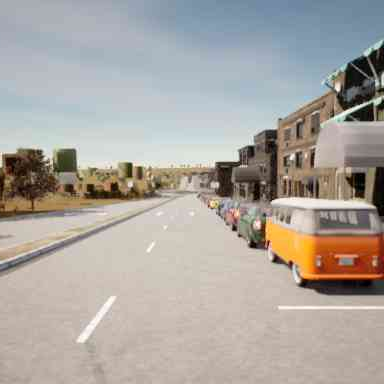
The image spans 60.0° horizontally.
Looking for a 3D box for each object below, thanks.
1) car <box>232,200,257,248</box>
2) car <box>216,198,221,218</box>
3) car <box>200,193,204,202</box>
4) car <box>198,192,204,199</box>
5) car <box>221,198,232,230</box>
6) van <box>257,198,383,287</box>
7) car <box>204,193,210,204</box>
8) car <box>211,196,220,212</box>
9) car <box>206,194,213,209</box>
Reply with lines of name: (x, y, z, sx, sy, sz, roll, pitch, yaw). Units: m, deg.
car: (3.225, 1.297, 14.466, 2.185, 1.767, 4.553, 0, 0, 0)
car: (3.226, 1.461, 25.420, 2.002, 1.452, 4.674, 0, 0, 0)
car: (3.213, 1.419, 64.093, 2.231, 1.521, 4.892, 0, 0, 0)
car: (3.204, 1.165, 75.303, 2.435, 2.045, 5.566, 0, 0, 0)
car: (3.225, 1.296, 19.991, 2.185, 1.767, 4.553, 0, 0, 0)
van: (3.225, 1.197, 9.088, 1.878, 1.987, 4.442, 0, 0, 0)
car: (3.227, 1.294, 47.492, 2.185, 1.767, 4.553, 0, 0, 0)
car: (3.225, 1.422, 30.940, 2.231, 1.521, 4.892, 0, 0, 0)
car: (3.224, 1.417, 42.182, 1.946, 1.575, 5.366, 0, 0, 0)
